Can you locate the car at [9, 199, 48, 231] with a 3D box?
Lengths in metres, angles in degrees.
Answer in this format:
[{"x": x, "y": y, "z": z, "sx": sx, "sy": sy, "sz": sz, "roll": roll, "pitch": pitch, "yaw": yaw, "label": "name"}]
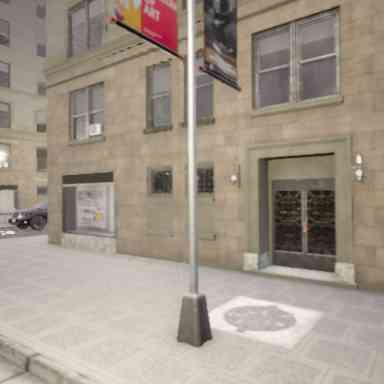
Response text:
[{"x": -9.620, "y": 1.463, "z": 23.280, "sx": 2.150, "sy": 2.045, "sz": 5.566, "roll": -1, "pitch": -1, "yaw": 36, "label": "car"}]
